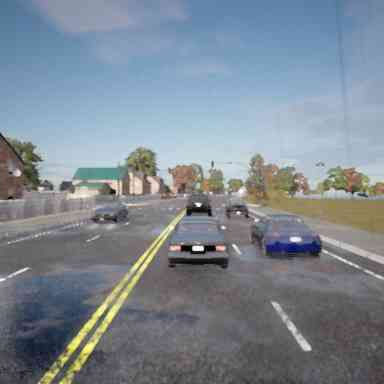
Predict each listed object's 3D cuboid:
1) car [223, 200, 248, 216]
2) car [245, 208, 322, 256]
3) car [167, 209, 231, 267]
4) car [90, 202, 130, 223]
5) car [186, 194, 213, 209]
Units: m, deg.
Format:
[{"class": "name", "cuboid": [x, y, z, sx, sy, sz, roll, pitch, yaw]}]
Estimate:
[{"class": "car", "cuboid": [3.894, 1.463, 29.711, 1.837, 1.490, 4.892, 0, 0, 2]}, {"class": "car", "cuboid": [3.480, 1.543, 13.052, 1.994, 1.385, 4.181, 0, 0, 1]}, {"class": "car", "cuboid": [0.194, 1.530, 11.259, 2.033, 1.411, 5.357, 0, 0, 1]}, {"class": "car", "cuboid": [-6.185, 1.513, 25.806, 2.033, 1.411, 5.357, 0, 0, 2]}, {"class": "car", "cuboid": [0.620, 1.181, 29.152, 2.150, 2.045, 5.566, 0, 0, 2]}]
